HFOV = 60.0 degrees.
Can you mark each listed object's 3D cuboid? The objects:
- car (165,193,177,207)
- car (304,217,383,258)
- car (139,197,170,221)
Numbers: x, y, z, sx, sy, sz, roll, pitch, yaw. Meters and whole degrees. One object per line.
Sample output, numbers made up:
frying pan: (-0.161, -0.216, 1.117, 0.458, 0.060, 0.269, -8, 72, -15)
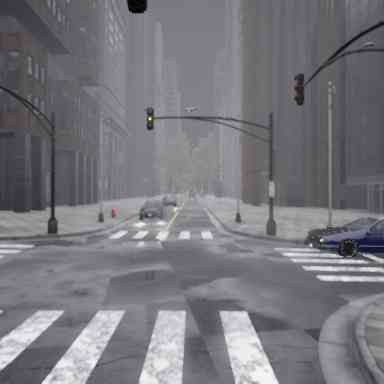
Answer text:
car: (-3.101, 1.353, 47.257, 1.882, 1.535, 5.008, 0, 0, 0)
car: (7.157, 1.655, 12.532, 5.357, 1.411, 2.033, 1, 0, 0)
car: (-3.107, 1.440, 26.881, 1.837, 1.490, 4.892, 0, 0, 0)
